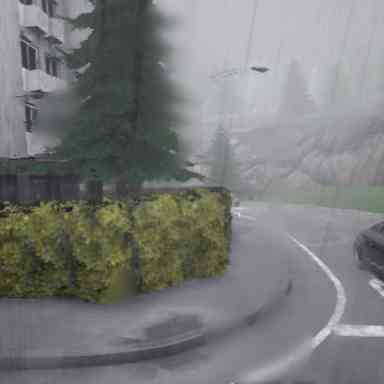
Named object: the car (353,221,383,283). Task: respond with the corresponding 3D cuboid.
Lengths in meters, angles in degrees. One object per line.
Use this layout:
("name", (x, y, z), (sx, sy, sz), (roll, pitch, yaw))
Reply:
("car", (4.710, 1.210, 6.543), (1.994, 1.385, 4.181), (-2, 1, 10))

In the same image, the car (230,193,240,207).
("car", (2.884, 0.657, 31.687), (1.812, 1.442, 4.674), (-3, 1, -17))
